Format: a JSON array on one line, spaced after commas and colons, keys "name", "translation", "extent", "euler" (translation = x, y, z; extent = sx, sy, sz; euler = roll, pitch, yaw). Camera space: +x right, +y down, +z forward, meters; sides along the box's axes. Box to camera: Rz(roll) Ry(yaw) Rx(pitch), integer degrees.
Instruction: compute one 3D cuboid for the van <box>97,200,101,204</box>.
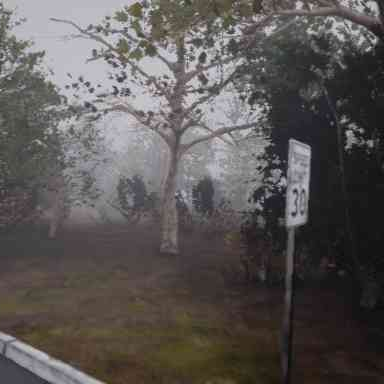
[{"name": "van", "translation": [-15.434, 2.088, 61.930], "extent": [1.878, 1.987, 4.442], "euler": [0, 0, 35]}]
